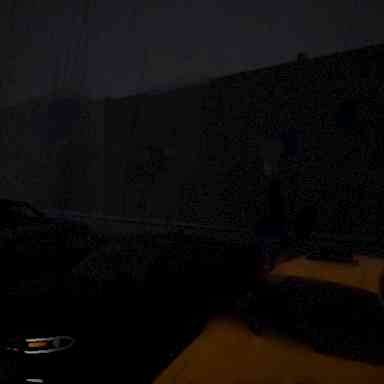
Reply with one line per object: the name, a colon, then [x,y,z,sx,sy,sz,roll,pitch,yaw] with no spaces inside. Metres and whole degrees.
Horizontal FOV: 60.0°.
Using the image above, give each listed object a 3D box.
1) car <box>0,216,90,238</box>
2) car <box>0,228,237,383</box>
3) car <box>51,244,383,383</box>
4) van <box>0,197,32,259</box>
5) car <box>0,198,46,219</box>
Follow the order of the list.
car: [-3.007,1.439,7.150,2.097,1.535,5.008,0,0,36]
car: [-0.706,1.457,5.512,2.097,1.535,5.008,0,0,36]
car: [1.480,1.473,3.710,1.946,1.575,5.366,0,0,36]
van: [-7.663,1.176,10.352,1.878,1.987,4.442,0,0,36]
car: [-5.283,1.169,8.823,2.435,2.045,5.566,0,0,36]
